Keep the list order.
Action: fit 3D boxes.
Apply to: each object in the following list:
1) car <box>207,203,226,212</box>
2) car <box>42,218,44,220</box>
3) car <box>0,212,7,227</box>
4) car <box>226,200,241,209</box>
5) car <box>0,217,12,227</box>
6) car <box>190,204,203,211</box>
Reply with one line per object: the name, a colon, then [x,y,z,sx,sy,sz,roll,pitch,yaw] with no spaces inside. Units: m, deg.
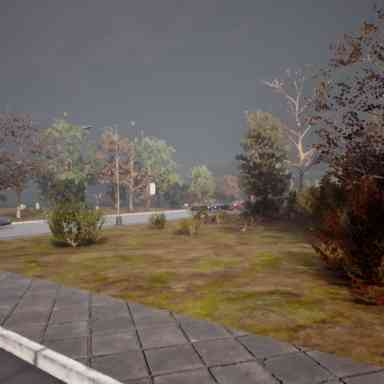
car: [4.320,2.433,53.283,1.895,1.301,4.718,-3,-2,32]
car: [-14.051,2.558,37.582,2.033,1.411,5.357,-3,-2,32]
car: [-19.306,2.590,29.468,1.895,1.301,4.718,-3,-2,33]
car: [7.626,2.035,51.991,2.097,1.767,4.553,-3,-2,32]
car: [-17.250,2.379,26.245,2.033,1.411,5.357,-3,-2,33]
car: [1.546,2.597,55.657,1.895,1.301,4.718,-3,-2,32]
